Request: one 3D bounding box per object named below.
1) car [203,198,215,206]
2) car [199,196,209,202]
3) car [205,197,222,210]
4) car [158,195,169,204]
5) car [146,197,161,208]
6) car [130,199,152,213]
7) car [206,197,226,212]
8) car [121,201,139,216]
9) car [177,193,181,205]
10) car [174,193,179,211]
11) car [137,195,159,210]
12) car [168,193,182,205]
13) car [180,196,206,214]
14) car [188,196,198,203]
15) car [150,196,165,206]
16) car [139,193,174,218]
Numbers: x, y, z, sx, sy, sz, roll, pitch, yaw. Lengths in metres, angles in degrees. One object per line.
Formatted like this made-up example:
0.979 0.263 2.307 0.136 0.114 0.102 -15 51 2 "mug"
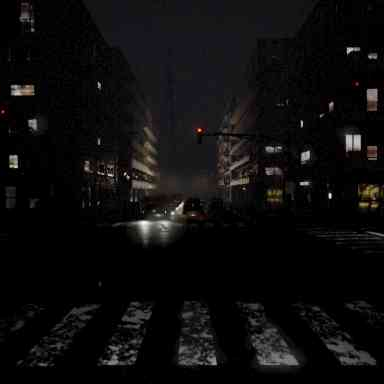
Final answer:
2.744 1.598 54.914 1.802 1.307 4.206 0 0 0 "car"
2.765 1.584 77.644 2.008 1.369 4.403 0 0 0 "car"
2.732 1.451 43.549 1.967 1.590 4.097 0 0 0 "car"
-5.626 1.464 66.286 1.967 1.590 4.097 0 0 0 "car"
-5.643 1.539 49.068 1.752 1.417 4.829 0 0 0 "car"
-5.654 1.533 37.703 1.752 1.417 4.829 0 0 0 "car"
2.727 1.448 37.867 1.967 1.590 4.097 0 0 0 "car"
-5.659 1.572 32.190 1.947 1.339 4.313 0 0 0 "car"
-3.040 1.366 49.974 2.097 1.767 4.553 0 0 0 "car"
-3.057 1.361 40.075 2.097 1.767 4.553 0 0 0 "car"
-5.648 1.326 43.556 2.192 1.841 5.009 0 0 0 "car"
-2.983 1.242 60.533 2.150 2.045 5.566 0 0 1 "car"
0.120 1.359 35.549 2.097 1.767 4.553 0 0 0 "car"
0.118 1.571 70.657 2.033 1.411 5.357 0 0 0 "car"
-5.637 1.457 54.921 1.967 1.590 4.097 0 0 0 "car"
-3.089 1.227 30.163 2.150 2.045 5.566 0 0 1 "car"
